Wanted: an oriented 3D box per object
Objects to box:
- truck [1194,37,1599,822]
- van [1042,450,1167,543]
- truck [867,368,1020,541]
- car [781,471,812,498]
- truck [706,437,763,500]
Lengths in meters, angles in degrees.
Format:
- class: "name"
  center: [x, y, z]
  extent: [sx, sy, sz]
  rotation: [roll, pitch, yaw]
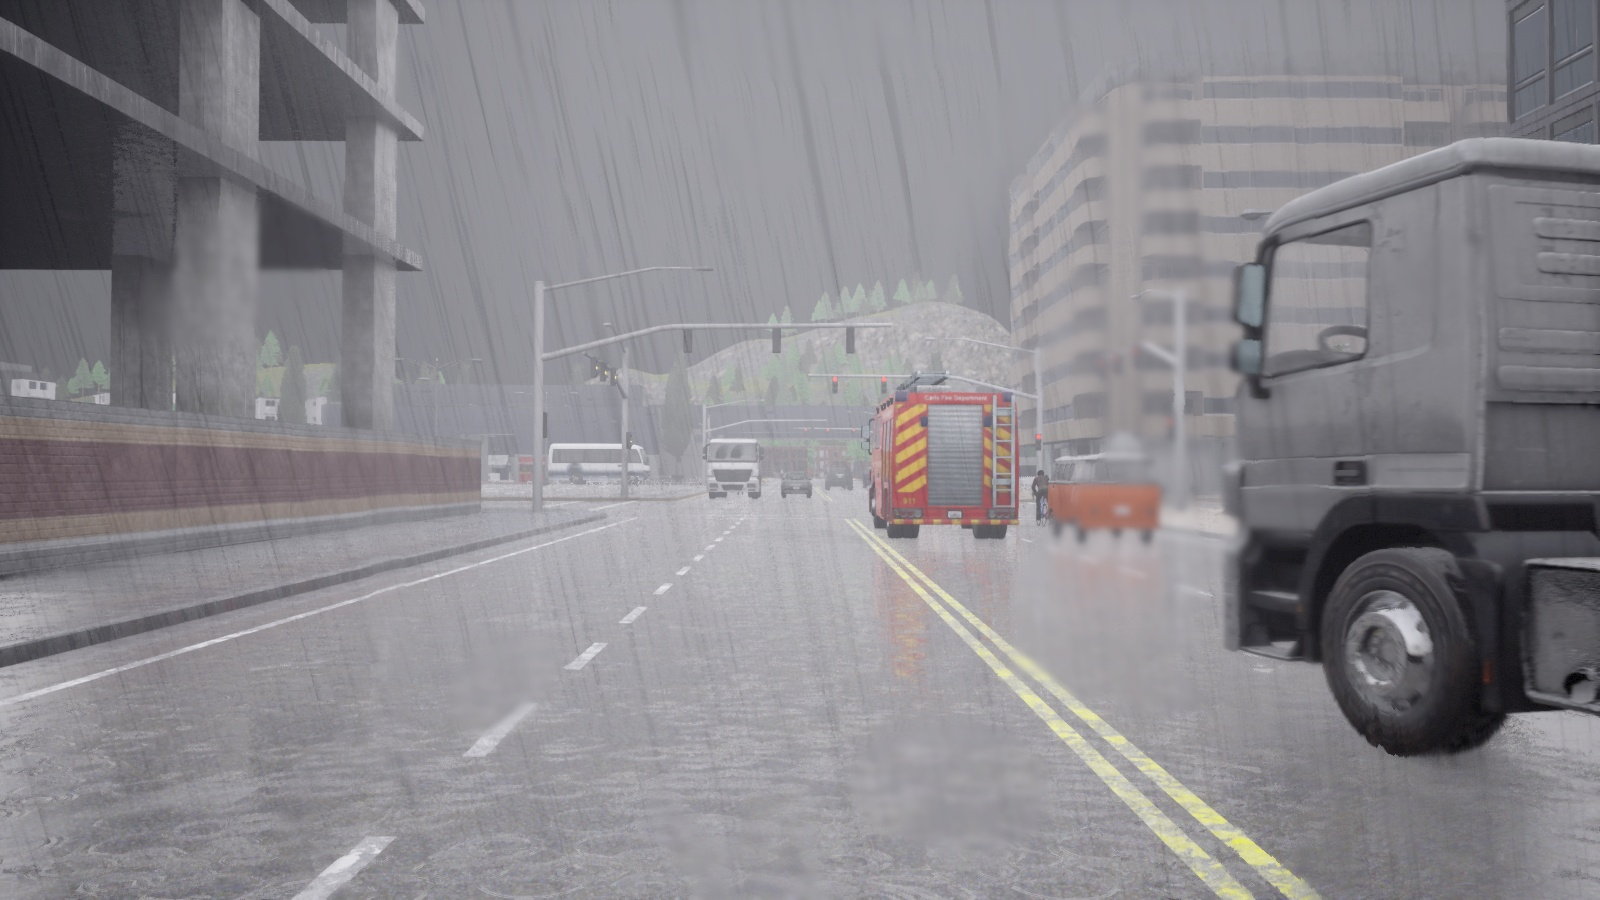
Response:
- class: "truck"
  center: [5.134, -0.102, 5.130]
  extent: [2.891, 3.462, 7.936]
  rotation: [0, -1, -15]
- class: "van"
  center: [6.924, 1.025, 29.000]
  extent: [1.775, 1.987, 4.442]
  rotation: [0, -1, 0]
- class: "truck"
  center: [3.412, 0.173, 32.061]
  extent: [2.891, 3.827, 8.468]
  rotation: [0, -1, 0]
- class: "car"
  center: [-0.190, 2.029, 73.717]
  extent: [1.789, 1.549, 3.705]
  rotation: [0, -1, 0]
- class: "truck"
  center: [-3.691, 1.064, 72.659]
  extent: [2.891, 3.462, 7.936]
  rotation: [0, -1, 0]
